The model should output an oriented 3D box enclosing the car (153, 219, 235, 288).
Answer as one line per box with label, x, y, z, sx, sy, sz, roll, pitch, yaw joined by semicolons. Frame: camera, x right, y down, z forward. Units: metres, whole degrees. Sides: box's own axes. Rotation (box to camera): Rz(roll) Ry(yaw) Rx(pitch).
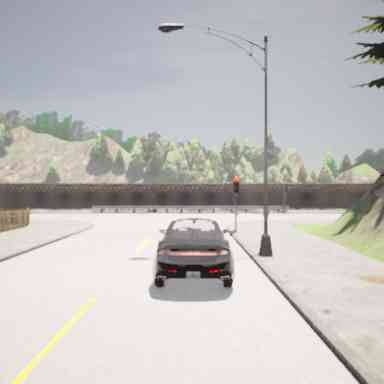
car;0.057;1.482;9.240;2.128;1.511;4.902;0;0;1
